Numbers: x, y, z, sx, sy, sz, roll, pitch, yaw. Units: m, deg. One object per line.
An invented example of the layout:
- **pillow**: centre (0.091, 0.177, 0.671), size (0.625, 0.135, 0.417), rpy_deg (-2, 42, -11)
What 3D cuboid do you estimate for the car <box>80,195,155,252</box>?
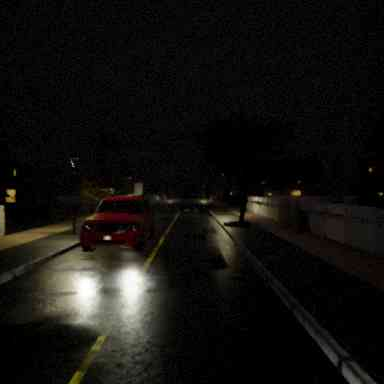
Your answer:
- **car**: centre (-2.852, 1.183, 13.968), size (2.150, 2.045, 5.566), rpy_deg (0, 0, 0)
